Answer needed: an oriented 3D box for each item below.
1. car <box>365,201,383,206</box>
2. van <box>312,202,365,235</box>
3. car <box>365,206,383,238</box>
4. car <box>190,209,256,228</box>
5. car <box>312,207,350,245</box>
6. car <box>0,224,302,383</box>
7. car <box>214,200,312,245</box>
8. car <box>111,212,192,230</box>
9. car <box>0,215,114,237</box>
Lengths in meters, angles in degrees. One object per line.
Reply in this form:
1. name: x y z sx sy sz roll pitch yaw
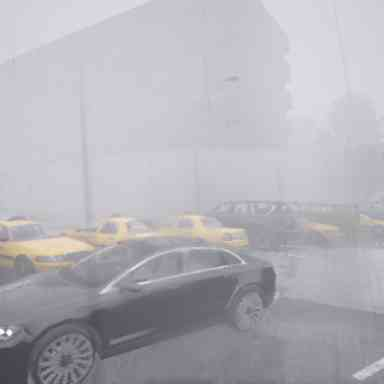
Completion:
1. car: 11.880 1.626 22.139 5.566 2.045 2.435 0 -1 34
2. van: 6.943 1.524 18.691 4.442 1.987 1.878 0 -1 34
3. car: 9.625 1.808 20.268 5.366 1.575 1.946 0 -2 34
4. car: -0.411 1.588 13.495 5.366 1.575 1.946 -1 -1 34
5. car: 4.761 1.686 16.769 5.366 1.575 1.946 -1 -2 34
6. car: -0.724 1.517 5.322 4.902 1.511 2.128 1 -1 -36
7. car: 2.153 1.386 15.149 5.566 2.045 2.435 -1 -1 35
8. car: -2.844 1.548 11.754 5.366 1.575 1.946 -1 -1 35
9. car: -4.975 1.509 9.808 5.366 1.575 1.946 -1 -1 35
